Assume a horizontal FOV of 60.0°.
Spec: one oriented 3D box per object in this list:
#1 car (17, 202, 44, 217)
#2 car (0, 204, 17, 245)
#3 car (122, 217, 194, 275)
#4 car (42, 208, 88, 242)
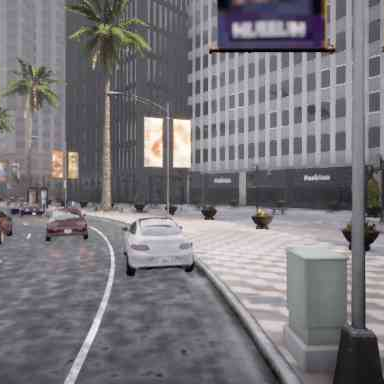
[{"bbox_3d":[-15.365,1.601,30.741,1.895,1.301,4.718,0,0,-44],"label":"car"},{"bbox_3d":[-9.464,1.476,15.203,1.882,1.535,5.008,0,0,-22],"label":"car"},{"bbox_3d":[-1.175,1.523,10.451,1.812,1.442,4.674,0,0,-13],"label":"car"},{"bbox_3d":[-6.214,1.527,16.503,1.812,1.442,4.674,0,0,-22],"label":"car"}]
